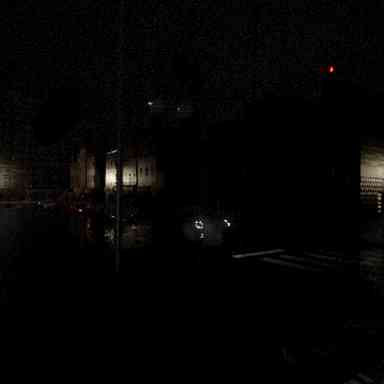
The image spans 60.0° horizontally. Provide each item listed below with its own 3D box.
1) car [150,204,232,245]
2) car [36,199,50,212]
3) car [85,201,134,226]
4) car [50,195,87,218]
[{"bbox_3d":[-0.160,1.391,16.002,2.097,1.767,4.553,1,-1,-36],"label":"car"},{"bbox_3d":[-17.545,1.628,40.486,1.812,1.442,4.674,1,-1,-35],"label":"car"},{"bbox_3d":[-5.843,1.585,23.954,1.812,1.442,4.674,1,-1,-35],"label":"car"},{"bbox_3d":[-11.581,1.301,32.030,2.150,2.045,5.566,1,-1,-35],"label":"car"}]
